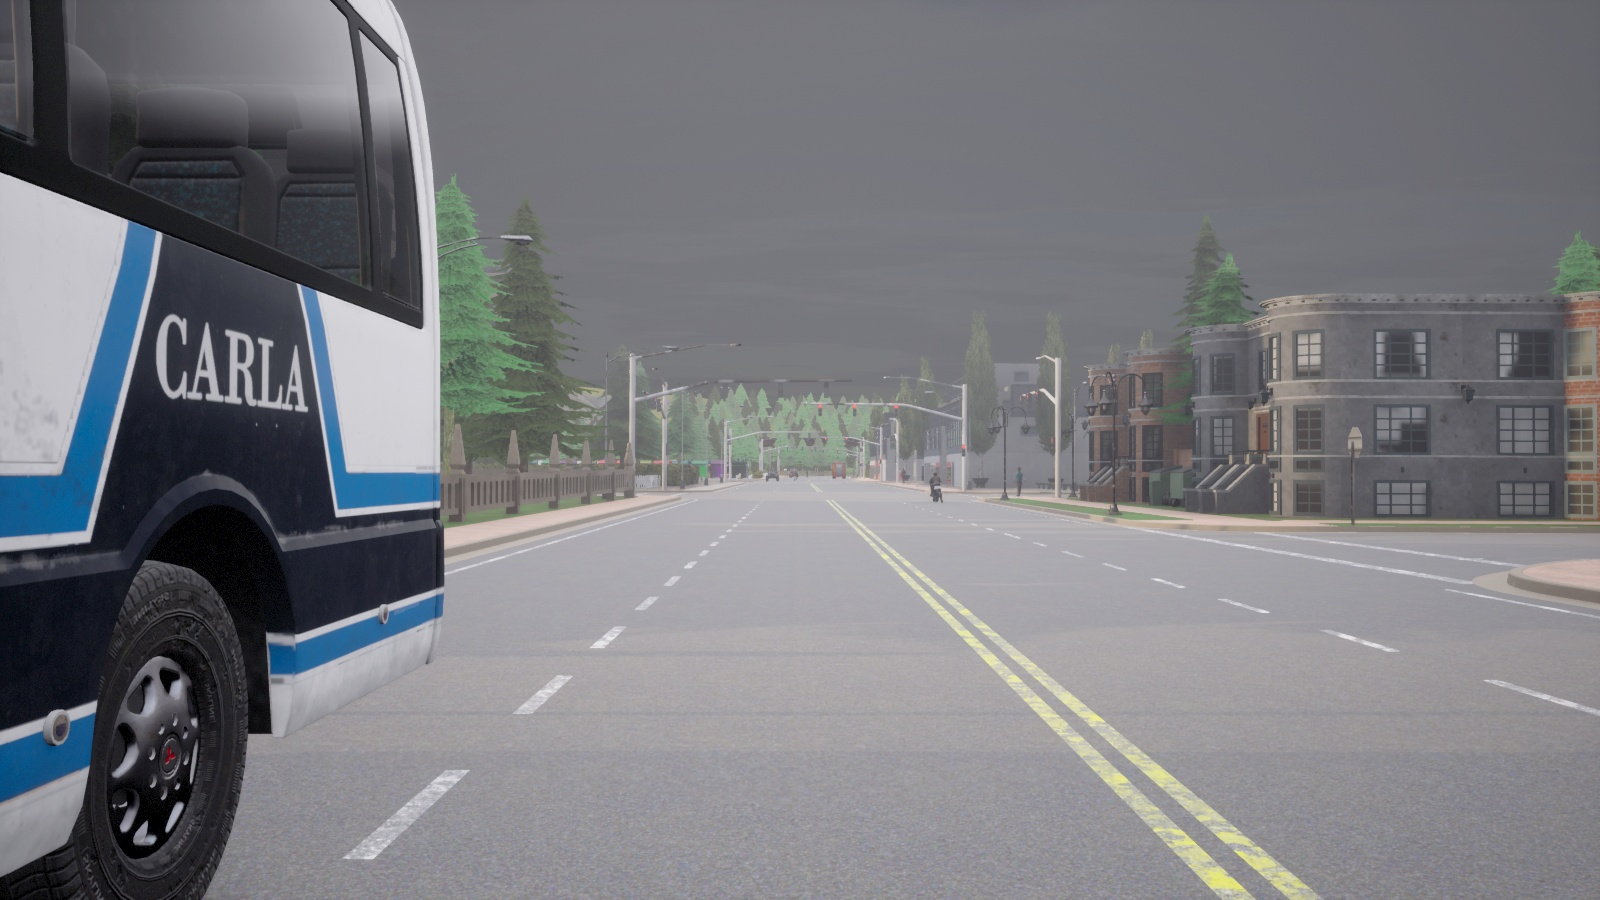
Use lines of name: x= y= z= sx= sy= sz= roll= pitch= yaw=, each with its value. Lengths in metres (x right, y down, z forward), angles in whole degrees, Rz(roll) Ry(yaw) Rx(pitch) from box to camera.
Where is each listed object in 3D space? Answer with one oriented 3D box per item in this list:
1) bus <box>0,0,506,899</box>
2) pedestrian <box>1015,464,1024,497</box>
bus: x=-3.508 y=-0.523 z=1.472 sx=3.944 sy=4.253 sz=10.273 roll=0 pitch=-1 yaw=0
pedestrian: x=12.703 y=1.771 z=72.741 sx=0.396 sy=1.930 sz=0.692 roll=0 pitch=-1 yaw=-2
